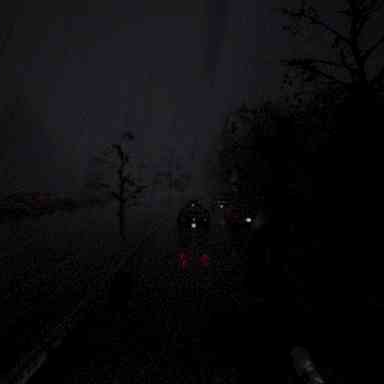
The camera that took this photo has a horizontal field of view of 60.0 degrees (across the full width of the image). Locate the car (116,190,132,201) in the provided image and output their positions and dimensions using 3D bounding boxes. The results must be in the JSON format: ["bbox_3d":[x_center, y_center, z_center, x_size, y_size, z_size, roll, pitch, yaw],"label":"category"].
[{"bbox_3d":[-13.824,0.930,59.590,4.792,1.488,2.163,-1,1,-20],"label":"car"}]

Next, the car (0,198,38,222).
[{"bbox_3d":[-13.864,1.411,23.686,4.674,1.452,2.002,-1,1,-20],"label":"car"}]

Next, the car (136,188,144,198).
[{"bbox_3d":[-13.821,0.475,71.601,5.566,2.045,2.435,-1,1,-20],"label":"car"}]

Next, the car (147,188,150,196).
[{"bbox_3d":[-13.867,0.296,80.579,5.566,2.045,2.435,-1,2,-20],"label":"car"}]

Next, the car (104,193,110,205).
[{"bbox_3d":[-13.852,1.141,44.567,4.674,1.452,2.002,-1,1,-20],"label":"car"}]

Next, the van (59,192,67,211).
[{"bbox_3d":[-13.759,1.071,29.696,4.442,1.987,1.878,-1,1,-20],"label":"van"}]

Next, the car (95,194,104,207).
[{"bbox_3d":[-13.831,1.014,41.593,4.553,1.767,2.185,-1,1,-20],"label":"car"}]

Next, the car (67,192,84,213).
[{"bbox_3d":[-13.842,1.008,32.649,5.566,2.045,2.435,-1,1,-20],"label":"car"}]

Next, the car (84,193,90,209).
[{"bbox_3d":[-13.856,1.221,35.621,4.892,1.521,2.231,-1,1,-20],"label":"car"}]

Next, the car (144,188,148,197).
[{"bbox_3d":[-13.668,0.604,77.658,5.366,1.575,1.946,-1,1,-20],"label":"car"}]

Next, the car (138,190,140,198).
[{"bbox_3d":[-13.849,0.813,68.586,4.674,1.452,2.002,-1,1,-20],"label":"car"}]

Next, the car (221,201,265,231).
[{"bbox_3d":[3.098,1.478,20.230,1.994,1.385,4.181,0,1,0],"label":"car"}]

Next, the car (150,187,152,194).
[{"bbox_3d":[-13.866,0.198,89.592,4.553,1.767,2.185,-1,1,-20],"label":"car"}]

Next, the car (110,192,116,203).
[{"bbox_3d":[-13.830,1.090,47.585,4.792,1.488,2.163,-1,1,-20],"label":"car"}]

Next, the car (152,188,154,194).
[{"bbox_3d":[-13.835,0.281,92.606,4.674,1.452,2.002,-1,1,-20],"label":"car"}]

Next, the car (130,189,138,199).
[{"bbox_3d":[-14.018,0.819,65.513,5.366,1.575,1.946,-1,1,-20],"label":"car"}]

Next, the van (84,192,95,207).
[{"bbox_3d":[-13.972,0.956,38.557,4.442,1.987,1.878,-1,1,-20],"label":"van"}]

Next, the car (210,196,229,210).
[{"bbox_3d":[3.096,1.210,37.187,1.837,1.490,4.892,0,1,0],"label":"car"}]

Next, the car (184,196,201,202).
[{"bbox_3d":[0.096,1.217,38.211,1.812,1.442,4.674,0,1,0],"label":"car"}]

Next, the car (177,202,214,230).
[{"bbox_3d":[0.098,1.513,20.496,1.895,1.301,4.718,0,1,0],"label":"car"}]

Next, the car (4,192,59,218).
[{"bbox_3d":[-13.896,1.087,26.653,5.566,2.045,2.435,-1,1,-20],"label":"car"}]
